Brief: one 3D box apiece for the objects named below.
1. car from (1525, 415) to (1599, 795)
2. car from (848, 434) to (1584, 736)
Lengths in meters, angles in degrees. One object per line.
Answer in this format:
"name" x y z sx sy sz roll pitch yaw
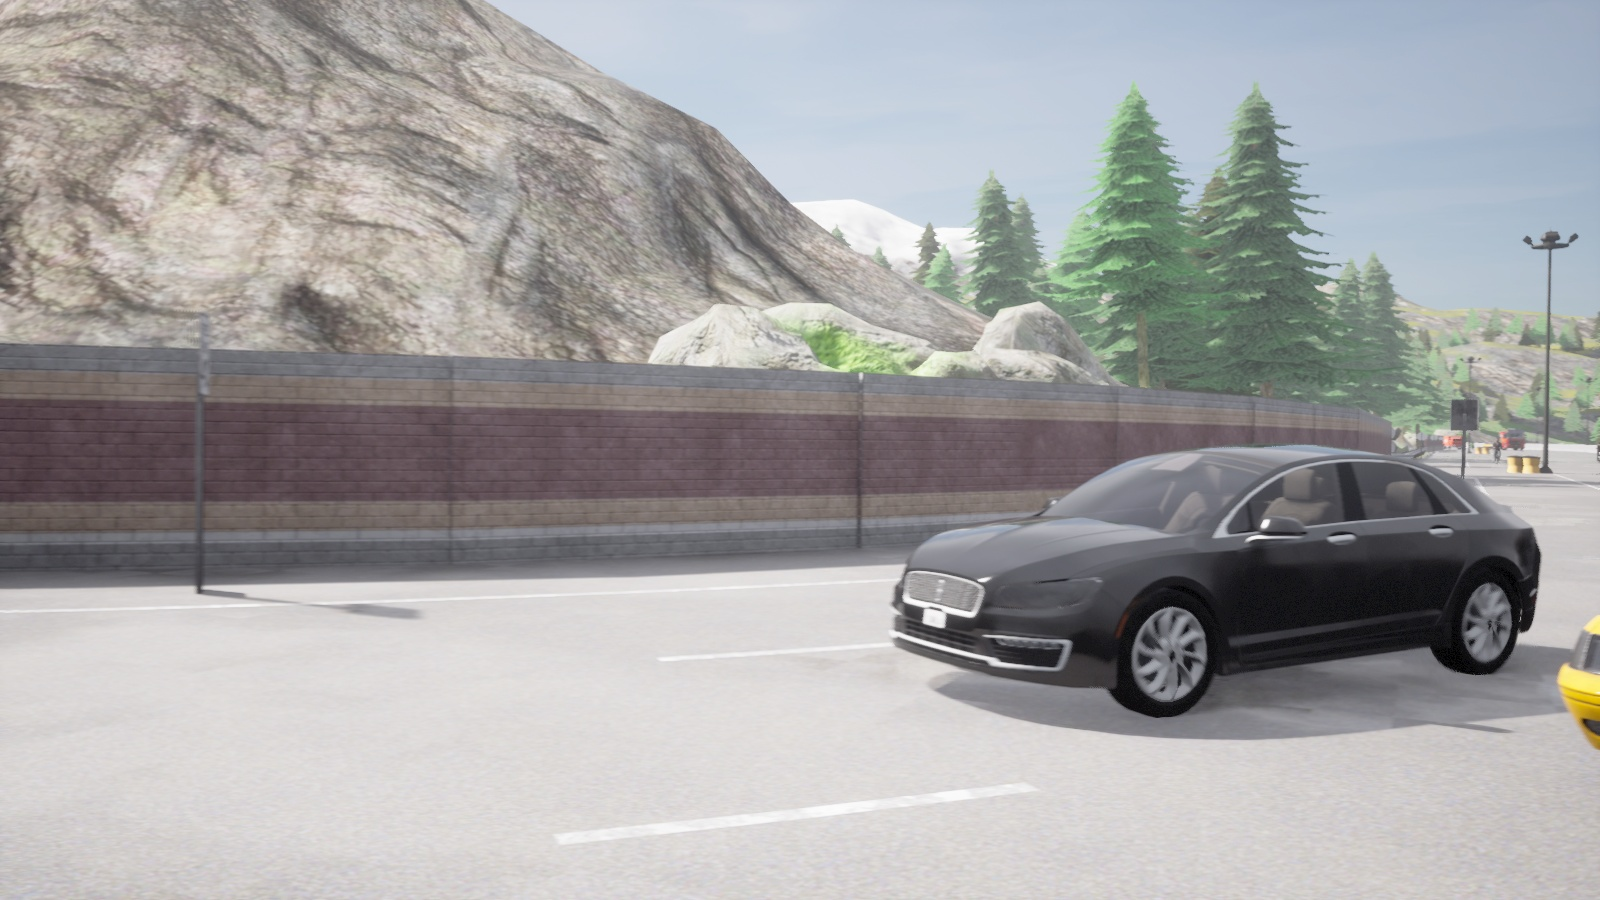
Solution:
"car" 5.914 0.609 6.042 5.366 1.575 1.801 -1 1 -31
"car" 2.893 0.666 8.396 4.892 1.490 1.837 -1 1 -29
